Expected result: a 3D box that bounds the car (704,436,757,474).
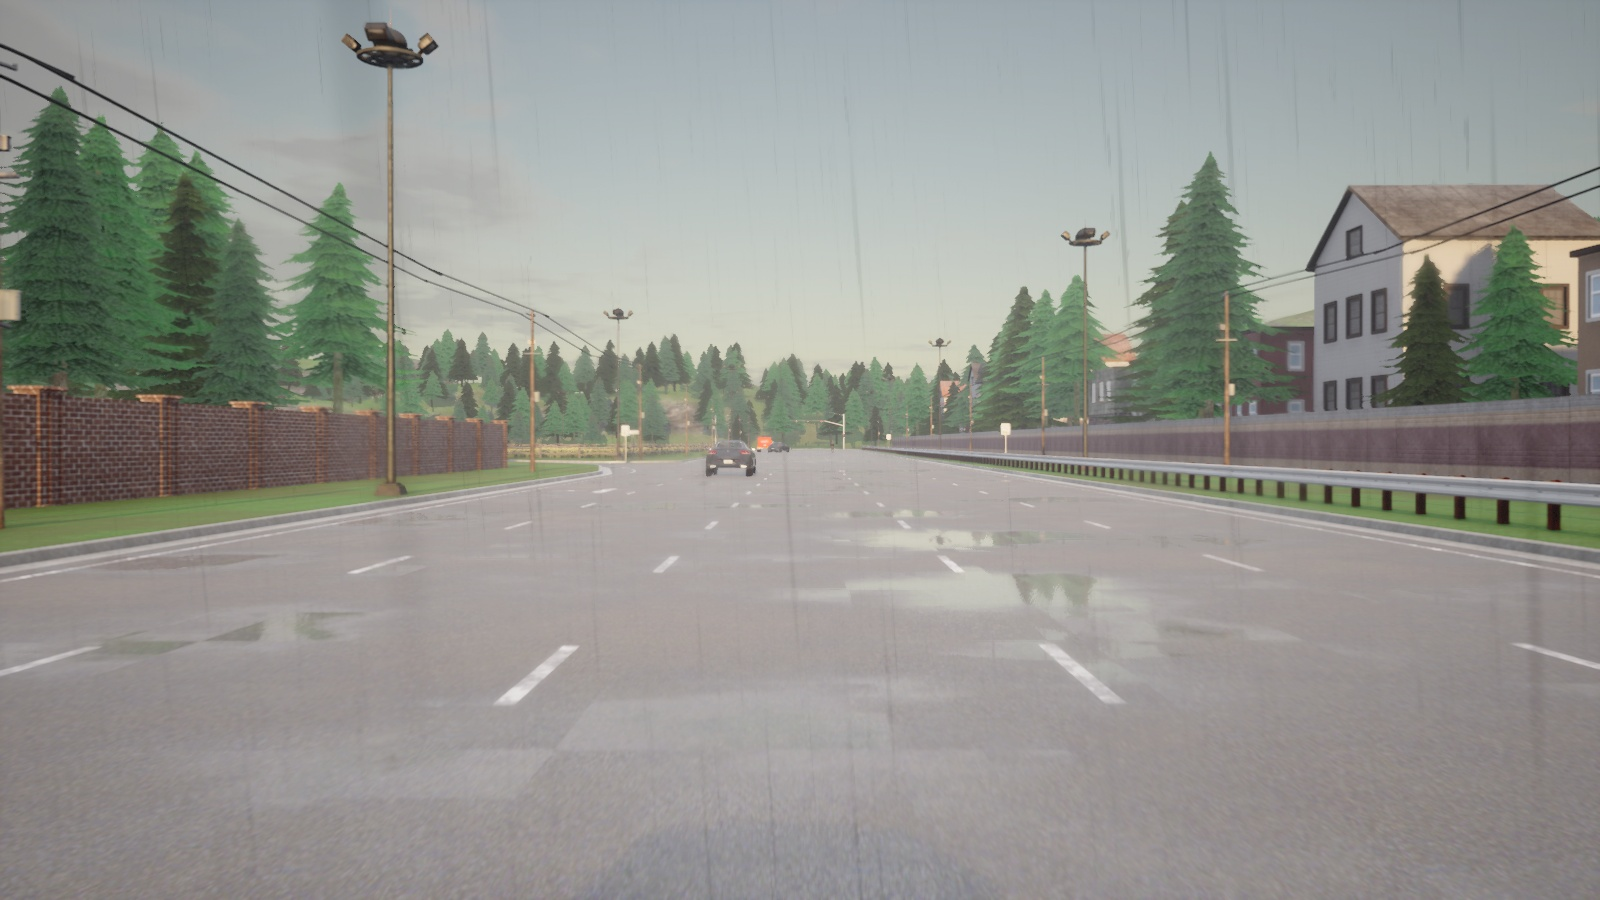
[{"bbox_3d":[-3.154,0.196,57.900,2.152,1.651,5.027,0,0,0],"label":"car"}]
